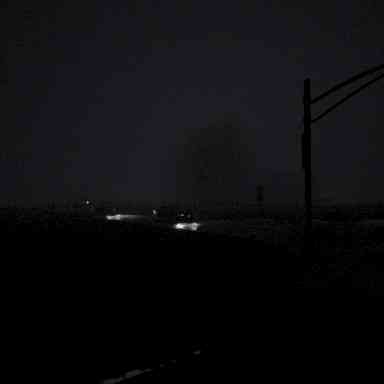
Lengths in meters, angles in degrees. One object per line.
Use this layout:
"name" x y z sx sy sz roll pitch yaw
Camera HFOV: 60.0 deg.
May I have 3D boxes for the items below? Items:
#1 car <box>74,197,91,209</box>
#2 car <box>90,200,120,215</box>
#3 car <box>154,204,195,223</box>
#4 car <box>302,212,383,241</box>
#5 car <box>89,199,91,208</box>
"car" -20.415 2.027 62.263 2.150 2.045 5.566 -1 0 -36
"car" -10.916 2.069 42.721 2.128 1.511 4.902 -1 0 -36
"car" -1.690 1.865 29.846 1.837 1.490 4.892 -1 -1 -36
"car" 8.472 1.722 17.581 4.718 1.301 1.895 -1 0 39
"car" -14.357 2.152 53.826 2.128 1.511 4.902 -1 0 -35
